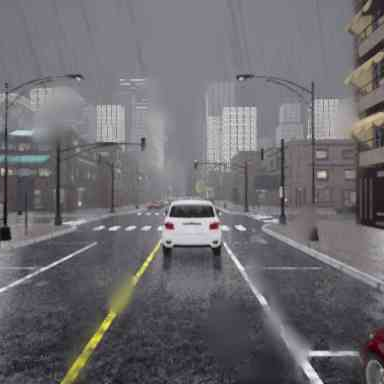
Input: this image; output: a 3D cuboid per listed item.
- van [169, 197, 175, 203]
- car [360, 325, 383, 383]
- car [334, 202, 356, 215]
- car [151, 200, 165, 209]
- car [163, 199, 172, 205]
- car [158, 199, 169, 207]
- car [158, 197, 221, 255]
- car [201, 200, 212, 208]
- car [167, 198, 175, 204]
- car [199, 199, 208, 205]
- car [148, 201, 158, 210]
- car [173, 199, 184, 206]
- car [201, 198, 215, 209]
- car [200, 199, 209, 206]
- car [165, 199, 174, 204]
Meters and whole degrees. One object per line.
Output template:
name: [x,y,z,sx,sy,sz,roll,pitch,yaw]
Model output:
van: [-5.698,2.328,95.404,1.690,1.788,3.998,0,-1,0]
car: [2.692,1.602,1.978,1.802,1.307,4.206,0,-1,0]
car: [17.485,1.698,35.531,4.313,1.339,1.947,-1,0,0]
car: [-5.695,2.127,56.727,1.947,1.339,4.313,0,-1,0]
car: [-5.697,2.381,78.827,1.802,1.307,4.206,0,-1,0]
car: [-5.695,2.202,67.607,1.752,1.417,4.829,0,-1,0]
car: [0.000,1.350,14.016,2.150,2.045,5.566,0,0,0]
car: [2.685,2.185,62.253,1.947,1.339,4.313,0,-1,0]
car: [-5.698,2.447,89.707,1.752,1.417,4.829,0,-1,0]
car: [2.683,2.350,78.828,2.008,1.369,4.403,0,-1,0]
car: [-5.782,2.047,51.206,1.887,1.381,4.507,0,-1,0]
car: [-3.007,2.275,74.345,2.128,1.511,4.902,0,-1,0]
car: [2.686,1.876,56.730,2.192,1.841,5.009,0,-1,0]
car: [2.684,2.304,73.303,1.947,1.339,4.313,0,-1,0]
car: [-5.697,2.442,84.351,1.802,1.307,4.206,0,-1,0]
